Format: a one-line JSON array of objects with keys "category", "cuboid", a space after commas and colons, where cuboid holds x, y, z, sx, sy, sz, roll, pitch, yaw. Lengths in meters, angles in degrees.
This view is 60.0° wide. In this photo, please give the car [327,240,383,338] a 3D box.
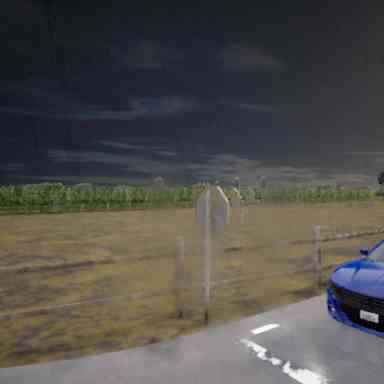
[{"category": "car", "cuboid": [4.497, 1.495, 6.221, 5.008, 1.535, 1.882, 0, 0, -37]}]
